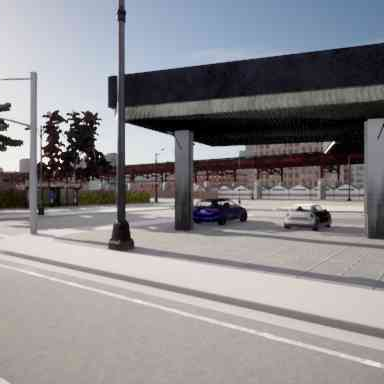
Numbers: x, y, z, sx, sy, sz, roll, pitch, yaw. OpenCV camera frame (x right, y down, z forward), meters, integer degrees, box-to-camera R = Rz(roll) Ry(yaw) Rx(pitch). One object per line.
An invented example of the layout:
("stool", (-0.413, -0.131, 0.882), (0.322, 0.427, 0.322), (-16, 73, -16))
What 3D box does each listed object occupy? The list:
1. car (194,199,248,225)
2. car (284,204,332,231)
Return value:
("car", (2.032, 1.292, 22.995), (2.242, 1.667, 4.611), (0, 0, 37))
("car", (7.112, 1.454, 20.206), (1.970, 1.475, 3.806), (0, 0, 37))
